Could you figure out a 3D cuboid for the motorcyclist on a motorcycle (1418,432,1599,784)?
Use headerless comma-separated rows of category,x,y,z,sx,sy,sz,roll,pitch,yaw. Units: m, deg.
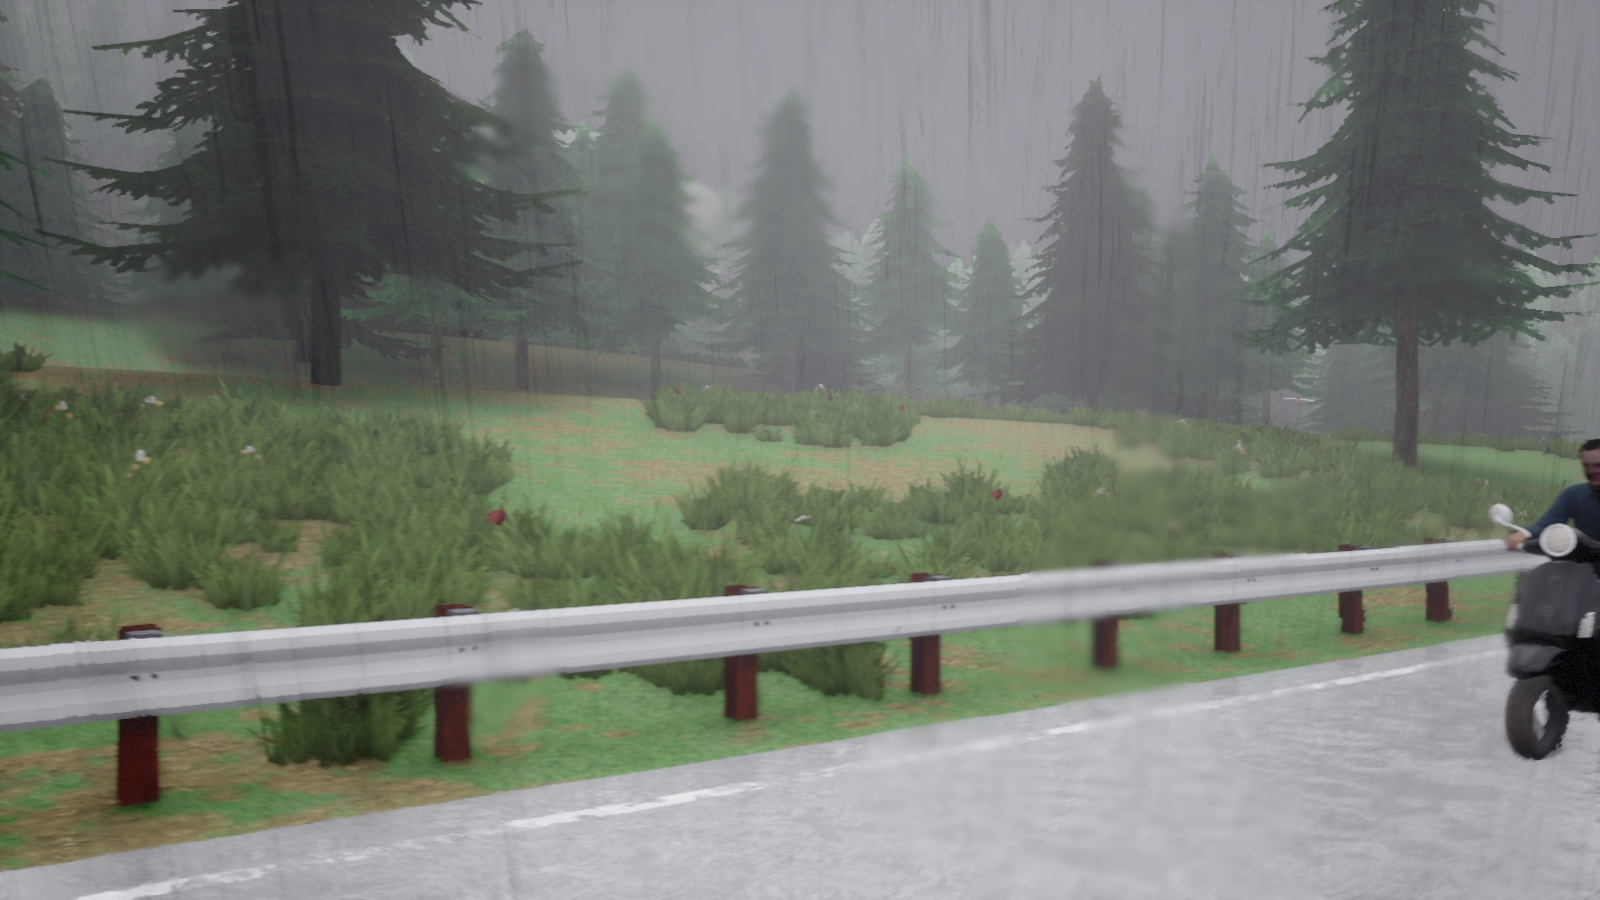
motorcyclist on a motorcycle,4.128,0.716,6.532,1.817,1.590,0.866,0,0,-35
